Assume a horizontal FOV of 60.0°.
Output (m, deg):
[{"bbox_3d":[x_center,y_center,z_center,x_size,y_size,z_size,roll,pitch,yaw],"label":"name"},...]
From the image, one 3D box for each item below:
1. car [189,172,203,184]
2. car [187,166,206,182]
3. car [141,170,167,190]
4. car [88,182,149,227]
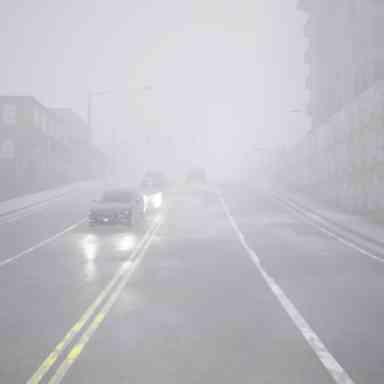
[{"bbox_3d":[0.574,-1.913,46.688,1.895,1.301,4.718,0,-2,0],"label":"car"},{"bbox_3d":[0.500,-2.038,36.684,2.097,1.767,4.553,0,4,1],"label":"car"},{"bbox_3d":[-3.279,-1.074,28.867,2.128,1.511,4.902,0,7,1],"label":"car"},{"bbox_3d":[-3.430,0.615,15.741,1.837,1.490,4.892,0,7,1],"label":"car"}]
